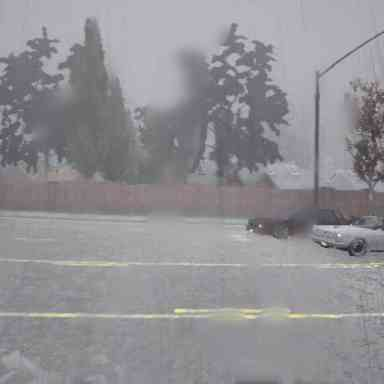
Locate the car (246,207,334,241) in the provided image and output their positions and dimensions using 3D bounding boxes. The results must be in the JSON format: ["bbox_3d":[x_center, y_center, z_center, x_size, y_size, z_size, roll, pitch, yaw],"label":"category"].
[{"bbox_3d":[5.296,1.408,15.344,5.357,1.411,2.033,2,1,-10],"label":"car"}]

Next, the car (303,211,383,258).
[{"bbox_3d":[6.806,1.554,12.141,4.718,1.301,1.895,1,1,-12],"label":"car"}]
